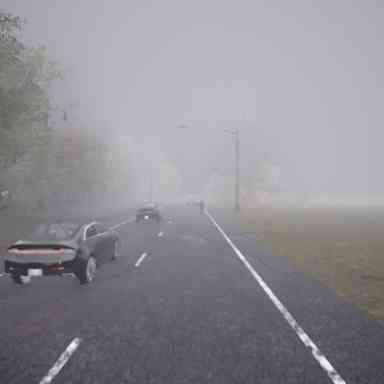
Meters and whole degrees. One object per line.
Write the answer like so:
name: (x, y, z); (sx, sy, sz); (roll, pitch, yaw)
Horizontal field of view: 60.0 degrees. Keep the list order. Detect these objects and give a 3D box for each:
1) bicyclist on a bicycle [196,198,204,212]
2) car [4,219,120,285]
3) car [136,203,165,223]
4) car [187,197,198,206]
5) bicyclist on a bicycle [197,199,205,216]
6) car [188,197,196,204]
bicyclist on a bicycle: (1.014, 1.633, 42.252); (0.866, 1.612, 1.509); (0, 0, 0)
car: (-3.391, 1.537, 9.623); (2.128, 1.511, 4.902); (0, 0, 0)
car: (-3.381, 1.632, 27.171); (1.837, 1.490, 4.892); (0, 0, 0)
car: (0.085, 1.850, 61.221); (1.994, 1.385, 4.181); (0, 0, 1)
bicyclist on a bicycle: (0.989, 1.603, 32.355); (0.582, 1.620, 1.656); (0, -1, 0)
car: (0.058, 1.880, 75.864); (1.812, 1.442, 4.674); (0, 0, 0)
